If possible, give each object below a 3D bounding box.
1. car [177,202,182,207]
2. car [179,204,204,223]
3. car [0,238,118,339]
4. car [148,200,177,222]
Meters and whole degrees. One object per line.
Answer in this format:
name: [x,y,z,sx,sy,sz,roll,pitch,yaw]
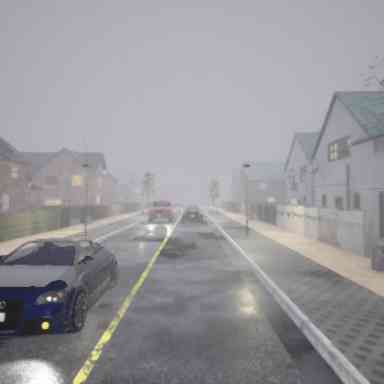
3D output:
car: [-2.765,2.890,72.338,1.895,1.301,4.718,0,-1,0]
car: [0.076,2.075,30.689,1.994,1.385,4.181,0,-1,1]
car: [-2.852,1.667,6.828,1.994,1.385,4.181,0,-1,0]
car: [-2.858,1.754,31.833,2.150,2.045,5.566,0,-1,0]
